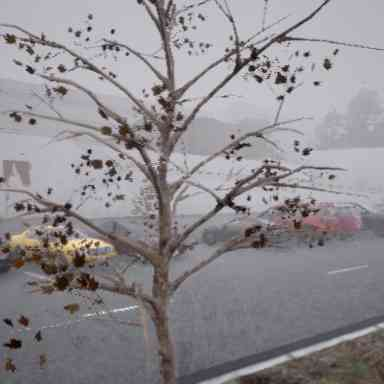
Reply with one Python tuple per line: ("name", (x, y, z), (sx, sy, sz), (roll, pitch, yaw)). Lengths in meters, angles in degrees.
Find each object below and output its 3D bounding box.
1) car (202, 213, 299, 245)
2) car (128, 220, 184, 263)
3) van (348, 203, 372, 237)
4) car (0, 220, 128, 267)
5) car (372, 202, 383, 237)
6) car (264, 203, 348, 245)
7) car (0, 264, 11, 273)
("car", (2.660, 1.980, 16.970), (4.674, 1.452, 2.002), (-3, -3, 40))
("car", (-2.488, 1.946, 13.973), (4.792, 1.488, 2.163), (-3, -3, 40))
("van", (7.917, 1.719, 19.895), (4.442, 1.987, 1.878), (-3, -3, 40))
("car", (-4.952, 1.889, 12.386), (5.366, 1.575, 1.946), (-3, -3, 40))
("car", (10.432, 1.699, 21.444), (5.566, 2.045, 2.435), (-3, -3, 40))
("car", (5.213, 1.697, 18.491), (5.566, 2.045, 2.435), (-3, -3, 40))
("car", (-7.709, 1.908, 11.023), (4.792, 1.488, 2.163), (-3, -3, 40))
